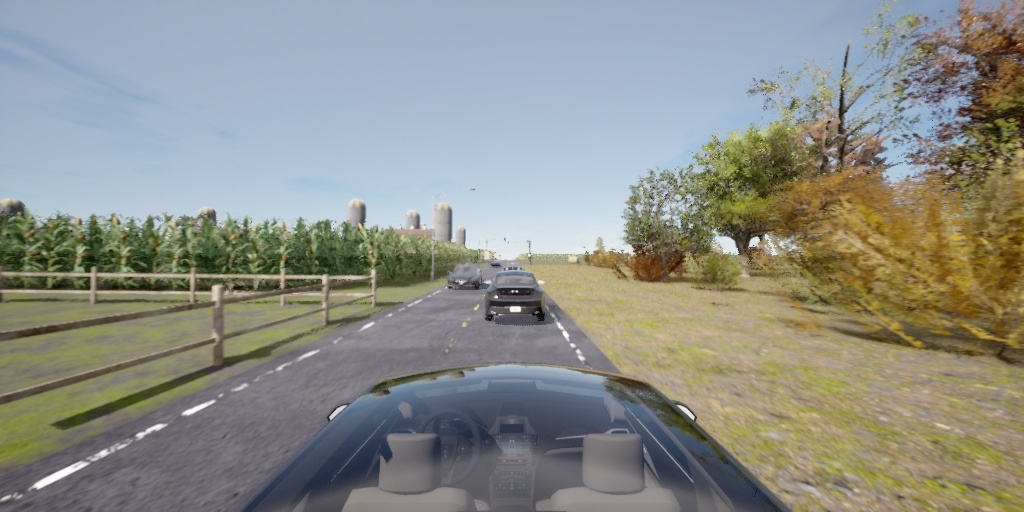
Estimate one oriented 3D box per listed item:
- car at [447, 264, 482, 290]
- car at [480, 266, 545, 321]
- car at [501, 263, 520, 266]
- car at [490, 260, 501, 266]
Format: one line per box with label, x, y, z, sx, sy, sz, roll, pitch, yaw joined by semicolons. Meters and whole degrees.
car;-2.856;1.266;22.690;1.837;1.490;4.892;0;0;0
car;0.096;1.261;12.562;1.837;1.490;4.892;0;0;0
car;0.087;1.374;38.585;1.895;1.301;4.718;0;0;0
car;-2.803;1.407;63.124;1.895;1.301;4.718;0;0;1
